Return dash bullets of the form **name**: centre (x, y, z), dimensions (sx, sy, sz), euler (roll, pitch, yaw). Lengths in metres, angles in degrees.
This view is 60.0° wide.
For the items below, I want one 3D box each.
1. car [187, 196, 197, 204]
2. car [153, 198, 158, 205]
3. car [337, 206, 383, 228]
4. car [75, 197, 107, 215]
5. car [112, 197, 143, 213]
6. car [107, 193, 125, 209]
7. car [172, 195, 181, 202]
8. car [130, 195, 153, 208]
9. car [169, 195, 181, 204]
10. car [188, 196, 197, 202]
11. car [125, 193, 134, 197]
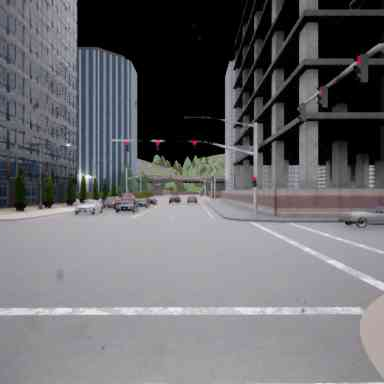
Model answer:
- **car**: centre (0.052, 1.485, 64.530), dimensions (2.128, 1.511, 4.902), euler (0, 0, 0)
- **car**: centre (-7.037, 1.595, 56.675), dimensions (1.895, 1.301, 4.718), euler (0, 0, 0)
- **car**: centre (11.897, 1.543, 21.197), dimensions (4.718, 1.301, 1.895), euler (0, 0, 0)
- **car**: centre (-10.570, 1.522, 34.411), dimensions (1.812, 1.442, 4.674), euler (0, 0, 0)
- **car**: centre (-7.069, 1.560, 36.726), dimensions (1.994, 1.385, 4.181), euler (0, 0, 0)
- **car**: centre (-10.564, 1.347, 43.344), dimensions (2.097, 1.767, 4.553), euler (0, 0, 0)
- **car**: centre (-3.440, 1.500, 73.608), dimensions (1.812, 1.442, 4.674), euler (0, 0, 0)
- **car**: centre (-7.061, 1.559, 46.635), dimensions (1.994, 1.385, 4.181), euler (0, 0, 0)
- **car**: centre (-3.448, 1.498, 64.534), dimensions (1.837, 1.490, 4.892), euler (0, 0, 0)
- **car**: centre (0.060, 1.571, 73.635), dimensions (1.895, 1.301, 4.718), euler (0, 0, 0)
- **car**: centre (-10.553, 1.216, 53.759), dimensions (2.150, 2.045, 5.566), euler (0, 0, 0)
